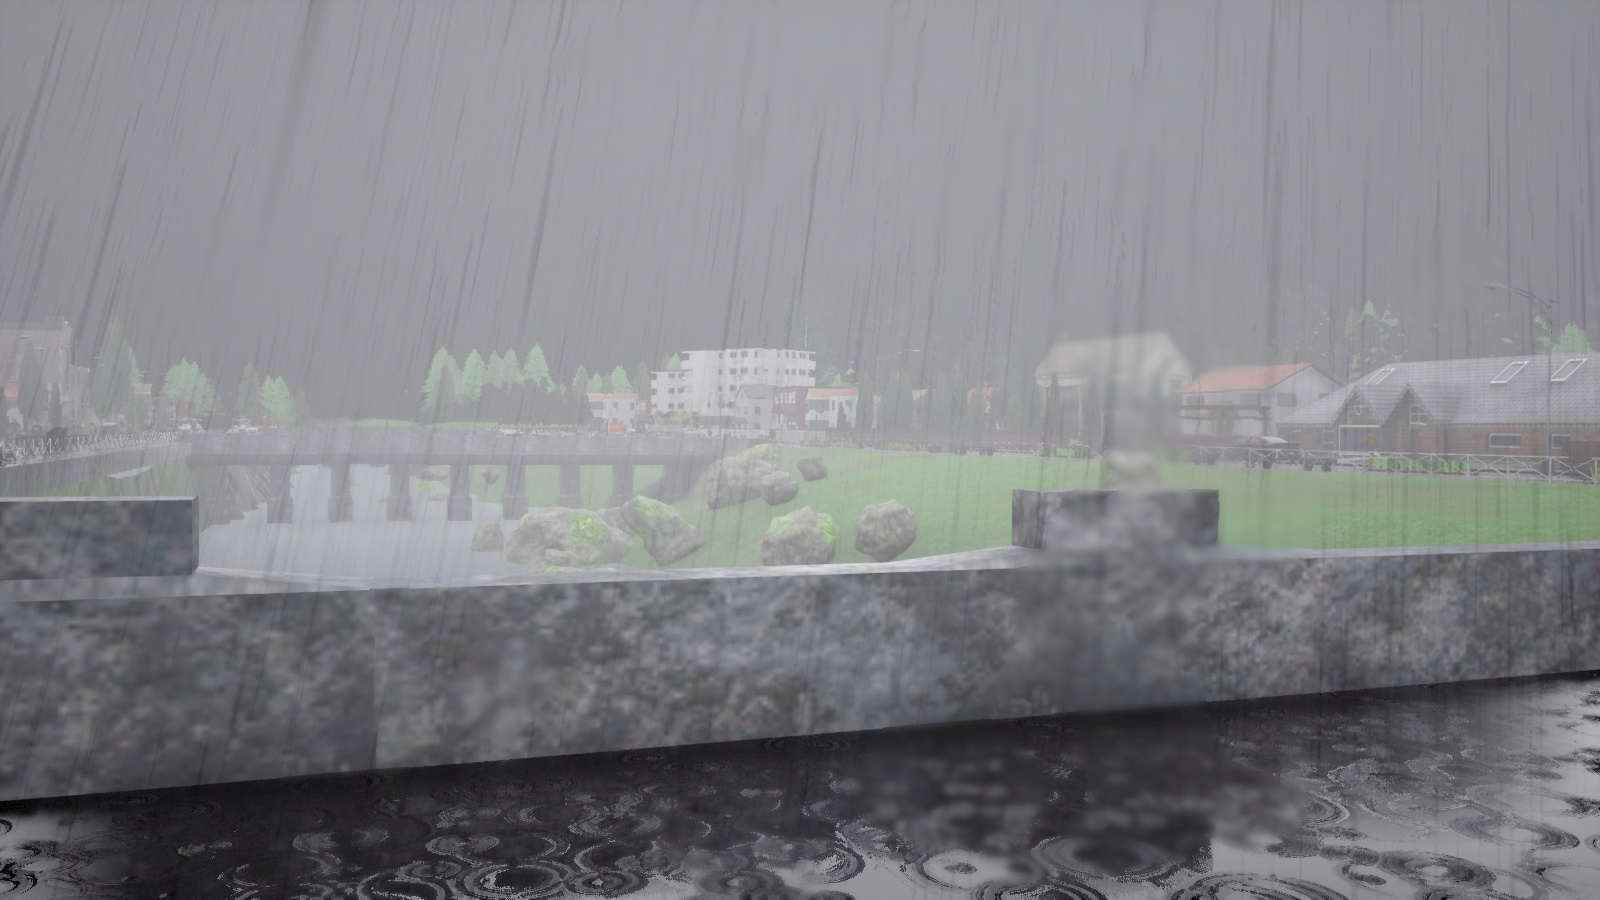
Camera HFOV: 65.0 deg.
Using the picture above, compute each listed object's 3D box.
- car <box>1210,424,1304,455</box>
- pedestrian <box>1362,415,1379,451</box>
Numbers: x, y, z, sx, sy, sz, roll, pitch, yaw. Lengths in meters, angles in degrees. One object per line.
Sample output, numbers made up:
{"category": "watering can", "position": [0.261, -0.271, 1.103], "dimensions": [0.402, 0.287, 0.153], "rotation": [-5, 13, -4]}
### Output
{"category": "car", "position": [24.154, -0.568, 66.557], "dimensions": [1.882, 1.535, 5.008], "rotation": [-1, 1, -21]}
{"category": "pedestrian", "position": [29.912, -0.886, 65.839], "dimensions": [0.370, 1.835, 0.726], "rotation": [-1, 1, -19]}
